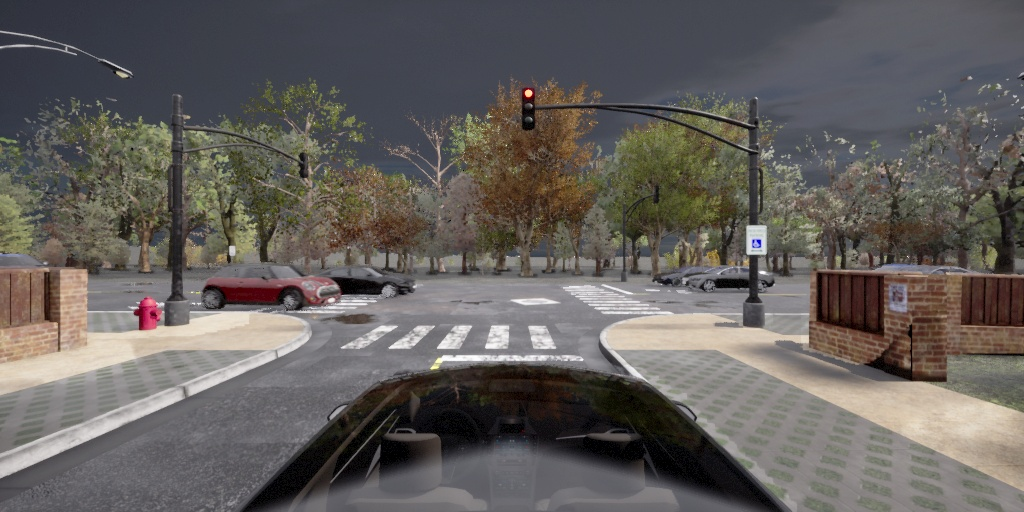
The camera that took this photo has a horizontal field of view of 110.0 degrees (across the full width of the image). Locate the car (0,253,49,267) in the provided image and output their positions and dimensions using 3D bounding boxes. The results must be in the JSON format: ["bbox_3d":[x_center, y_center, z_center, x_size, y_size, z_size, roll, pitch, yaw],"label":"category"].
[{"bbox_3d":[-24.734,0.879,17.287,5.566,2.045,2.150,0,0,0],"label":"car"}]

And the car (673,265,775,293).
[{"bbox_3d":[12.439,1.294,20.795,4.902,1.511,2.128,0,0,0],"label":"car"}]

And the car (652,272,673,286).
[{"bbox_3d":[12.323,1.353,24.044,5.357,1.411,2.033,0,0,0],"label":"car"}]

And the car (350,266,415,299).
[{"bbox_3d":[-7.226,1.208,17.313,5.008,1.535,1.882,0,0,0],"label":"car"}]

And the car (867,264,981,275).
[{"bbox_3d":[24.222,1.331,20.811,4.902,1.511,2.128,0,0,0],"label":"car"}]

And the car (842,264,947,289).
[{"bbox_3d":[25.530,1.327,24.061,5.008,1.535,1.882,0,0,0],"label":"car"}]

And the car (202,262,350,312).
[{"bbox_3d":[-9.017,1.068,13.682,4.553,1.767,2.097,0,0,5],"label":"car"}]
